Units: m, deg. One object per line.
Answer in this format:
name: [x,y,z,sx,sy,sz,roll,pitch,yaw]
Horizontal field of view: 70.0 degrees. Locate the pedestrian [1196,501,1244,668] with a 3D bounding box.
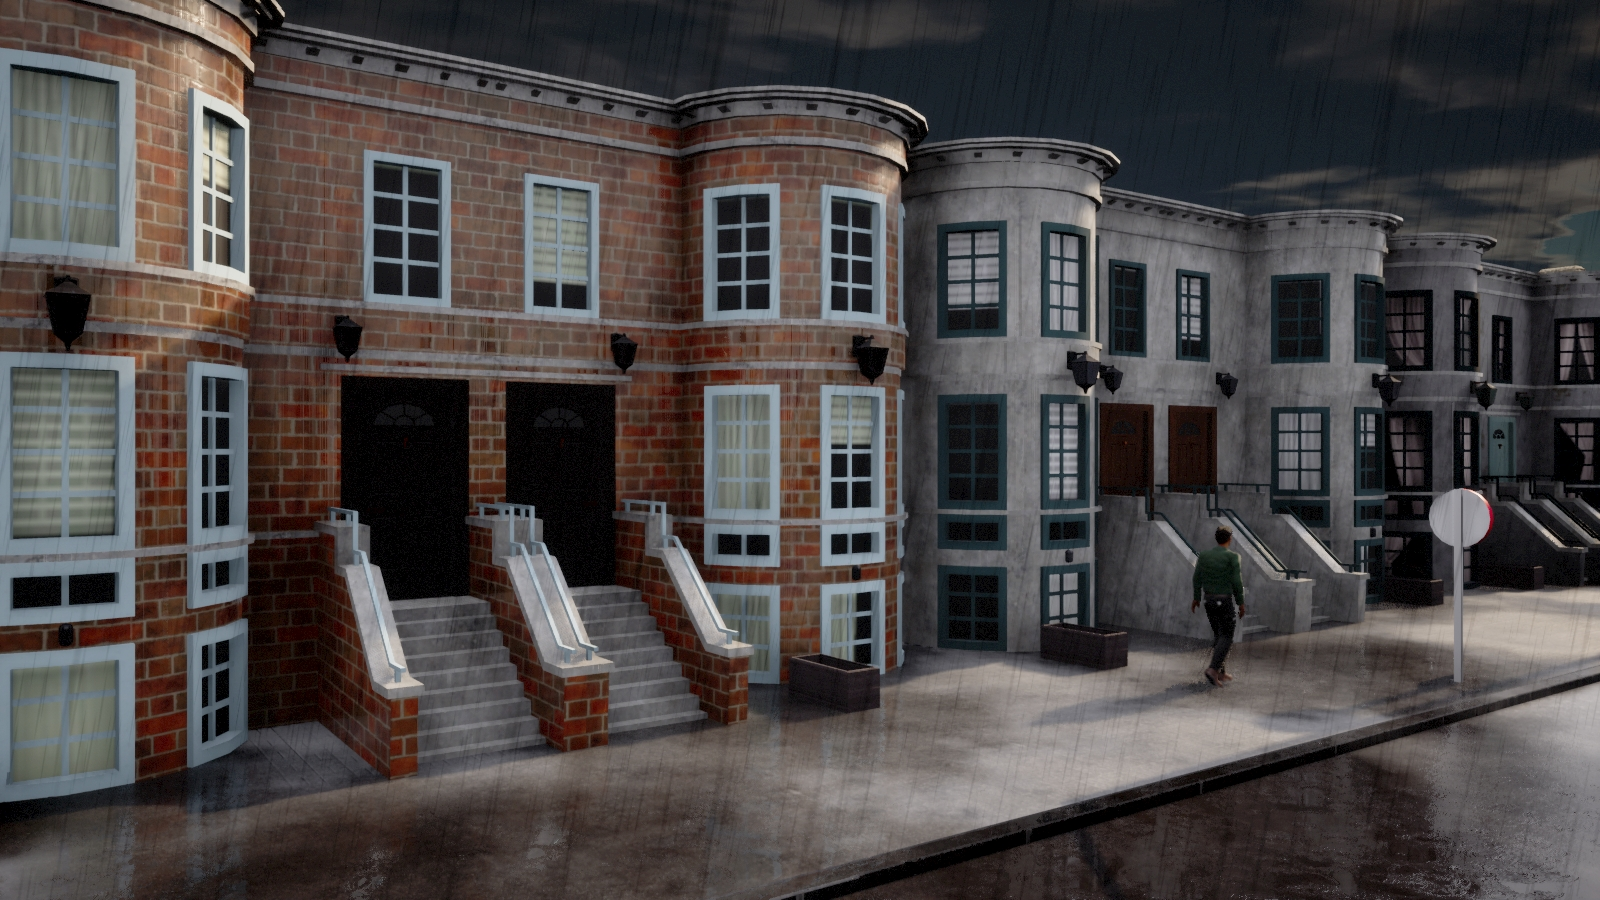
pedestrian: [4.817,1.524,13.105,0.375,1.860,0.375,0,0,-39]
